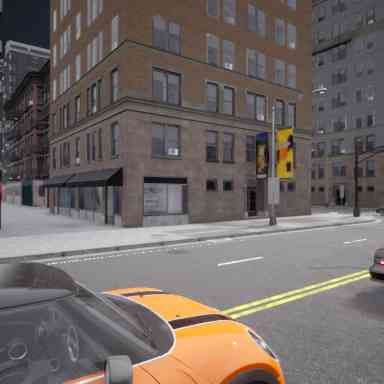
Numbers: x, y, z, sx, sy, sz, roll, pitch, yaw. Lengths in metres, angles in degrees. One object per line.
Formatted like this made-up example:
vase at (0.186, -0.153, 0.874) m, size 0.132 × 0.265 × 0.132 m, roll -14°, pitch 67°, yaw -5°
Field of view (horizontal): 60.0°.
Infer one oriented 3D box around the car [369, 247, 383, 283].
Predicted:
car at (6.447, 1.548, 8.238) m, size 5.357 × 1.411 × 2.033 m, roll 0°, pitch 0°, yaw -37°

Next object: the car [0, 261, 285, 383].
car at (-1.356, 1.352, 2.437) m, size 4.553 × 1.767 × 2.097 m, roll 0°, pitch 0°, yaw -37°

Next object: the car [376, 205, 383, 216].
car at (18.541, 1.538, 29.126) m, size 2.033 × 1.411 × 5.357 m, roll 0°, pitch 0°, yaw -6°
